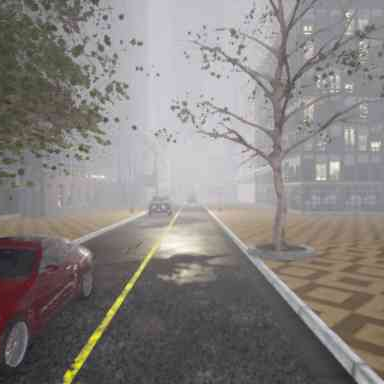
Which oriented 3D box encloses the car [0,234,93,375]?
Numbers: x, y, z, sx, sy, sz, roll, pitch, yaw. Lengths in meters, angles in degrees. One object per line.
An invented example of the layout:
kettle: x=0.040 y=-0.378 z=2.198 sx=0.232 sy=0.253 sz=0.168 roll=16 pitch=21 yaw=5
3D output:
car: x=-3.091 y=1.535 z=5.740 sx=1.812 sy=1.442 sz=4.674 roll=0 pitch=0 yaw=0

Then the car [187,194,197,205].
car: x=-0.028 y=1.661 z=64.751 sx=1.837 sy=1.490 sz=4.892 roll=0 pitch=0 yaw=0

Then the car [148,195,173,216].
car: x=-3.014 y=1.310 z=32.919 sx=2.150 sy=2.045 sz=5.566 roll=0 pitch=0 yaw=0
